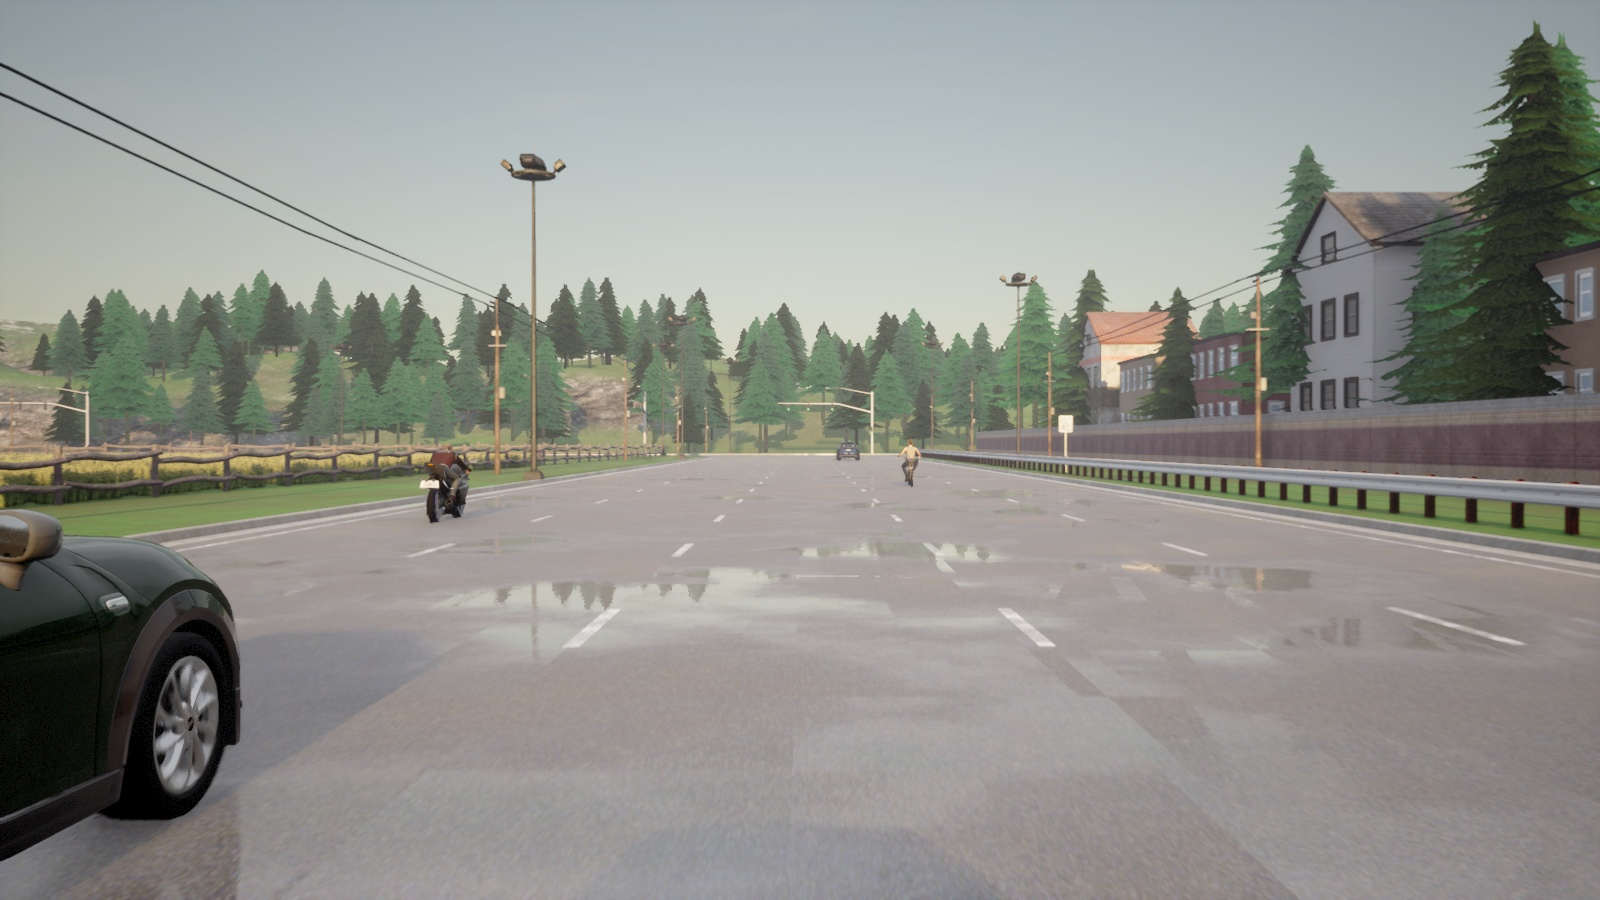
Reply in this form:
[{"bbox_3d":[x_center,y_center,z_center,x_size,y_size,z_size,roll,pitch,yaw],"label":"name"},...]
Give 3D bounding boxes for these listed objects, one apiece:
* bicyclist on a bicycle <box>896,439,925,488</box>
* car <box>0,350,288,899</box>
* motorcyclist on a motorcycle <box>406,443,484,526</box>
[{"bbox_3d":[3.755,0.445,42.784,0.866,1.612,1.509,0,0,1],"label":"bicyclist on a bicycle"},{"bbox_3d":[-3.464,0.582,3.618,2.097,1.767,4.553,0,0,0],"label":"car"},{"bbox_3d":[-6.846,0.639,24.328,0.866,1.530,2.191,0,0,0],"label":"motorcyclist on a motorcycle"}]
